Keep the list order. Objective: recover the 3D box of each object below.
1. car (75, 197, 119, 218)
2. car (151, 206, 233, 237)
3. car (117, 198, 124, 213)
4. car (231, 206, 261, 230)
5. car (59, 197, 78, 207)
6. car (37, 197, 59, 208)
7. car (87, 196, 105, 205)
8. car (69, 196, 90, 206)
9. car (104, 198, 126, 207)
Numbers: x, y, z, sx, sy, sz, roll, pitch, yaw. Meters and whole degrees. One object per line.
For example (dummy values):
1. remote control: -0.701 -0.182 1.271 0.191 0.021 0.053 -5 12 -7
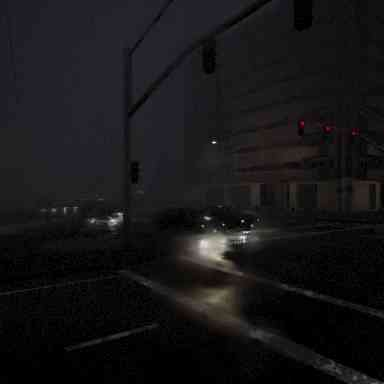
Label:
1. car: -8.979 1.533 31.095 1.882 1.535 5.008 0 0 -35
2. car: -0.373 1.603 18.989 2.033 1.411 5.357 0 0 -35
3. car: -9.673 1.602 38.112 2.033 1.411 5.357 0 0 -35
4. car: 1.985 1.603 21.746 2.033 1.411 5.357 0 0 -36
5. car: -19.918 1.627 52.690 1.812 1.442 4.674 0 0 -35
6. car: -21.381 1.563 48.659 1.837 1.490 4.892 0 -1 -35
7. car: -17.988 1.581 62.237 1.812 1.442 4.674 0 0 -34
8. car: -19.939 1.547 58.931 2.128 1.511 4.902 0 0 -35
9. car: -12.714 1.656 54.812 1.895 1.301 4.718 0 0 -36
